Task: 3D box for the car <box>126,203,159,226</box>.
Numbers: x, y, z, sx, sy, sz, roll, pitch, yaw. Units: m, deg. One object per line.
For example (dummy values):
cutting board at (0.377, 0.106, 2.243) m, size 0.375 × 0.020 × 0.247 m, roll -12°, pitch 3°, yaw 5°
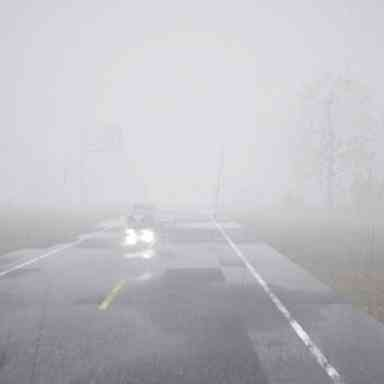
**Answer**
car at (-3.502, 1.539, 24.169) m, size 2.128 × 1.511 × 4.902 m, roll 0°, pitch 0°, yaw 0°
